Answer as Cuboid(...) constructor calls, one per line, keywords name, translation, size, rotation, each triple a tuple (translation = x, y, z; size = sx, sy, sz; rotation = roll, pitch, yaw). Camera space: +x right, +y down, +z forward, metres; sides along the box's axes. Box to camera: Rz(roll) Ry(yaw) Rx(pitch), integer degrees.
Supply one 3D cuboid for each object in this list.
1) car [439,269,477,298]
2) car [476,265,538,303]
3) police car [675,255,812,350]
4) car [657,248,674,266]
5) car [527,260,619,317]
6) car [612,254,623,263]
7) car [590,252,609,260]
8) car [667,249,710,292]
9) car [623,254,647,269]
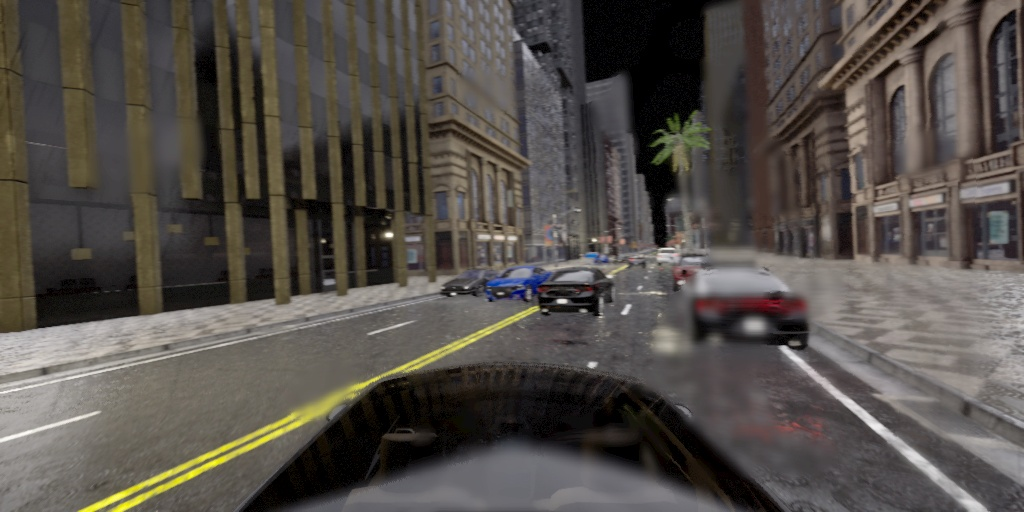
Cuboid(name="car", translation=(-1.828, 1.405, 19.845), size=(2.033, 1.411, 5.357), rotation=(-3, 0, 23))
Cuboid(name="car", translation=(0.481, 1.218, 16.971), size=(1.882, 1.535, 5.008), rotation=(-3, 0, 23))
Cuboid(name="police car", translation=(5.078, 0.930, 8.427), size=(1.930, 1.638, 5.238), rotation=(-3, 0, 23))
Cuboid(name="car", translation=(18.769, 0.076, 43.289), size=(2.150, 2.045, 5.566), rotation=(-3, 0, 23))
Cuboid(name="car", translation=(2.419, 1.118, 12.715), size=(1.882, 1.535, 5.008), rotation=(-3, 0, 23))
Cuboid(name="car", translation=(16.737, 0.462, 55.274), size=(1.837, 1.490, 4.892), rotation=(-3, 0, 23))
Cuboid(name="car", translation=(14.628, 0.543, 58.605), size=(1.882, 1.535, 5.008), rotation=(-3, 0, 24))
Cuboid(name="car", translation=(8.914, 0.674, 17.507), size=(2.097, 1.767, 4.553), rotation=(-3, 0, 23))
Cuboid(name="car", translation=(14.176, 0.570, 40.506), size=(2.128, 1.511, 4.902), rotation=(-3, 0, 23))
